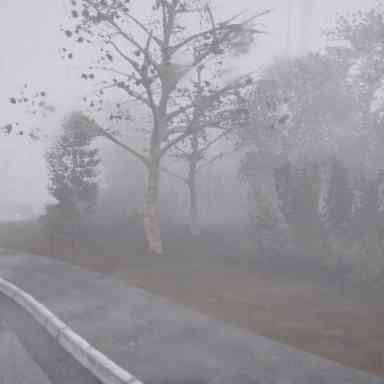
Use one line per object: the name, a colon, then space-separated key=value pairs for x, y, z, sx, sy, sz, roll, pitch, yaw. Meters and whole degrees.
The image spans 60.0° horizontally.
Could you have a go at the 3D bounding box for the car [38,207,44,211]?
car: x=-27.124 y=3.002 z=62.399 sx=1.895 sy=1.301 sz=4.718 roll=0 pitch=-2 yaw=-2

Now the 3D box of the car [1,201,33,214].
car: x=-23.029 y=2.173 z=44.534 sx=1.837 sy=1.490 sz=4.892 roll=0 pitch=-2 yaw=-1
